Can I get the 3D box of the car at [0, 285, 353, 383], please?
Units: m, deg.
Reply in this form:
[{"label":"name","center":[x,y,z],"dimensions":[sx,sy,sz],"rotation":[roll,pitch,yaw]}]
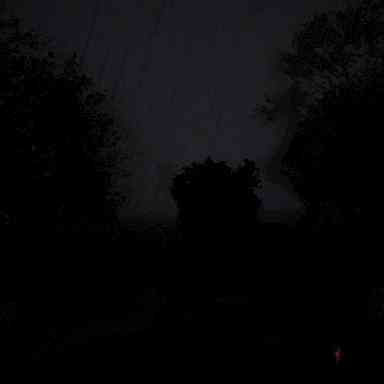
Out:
[{"label":"car","center":[-1.023,1.546,2.344],"dimensions":[5.357,1.411,2.033],"rotation":[0,0,-35]}]
